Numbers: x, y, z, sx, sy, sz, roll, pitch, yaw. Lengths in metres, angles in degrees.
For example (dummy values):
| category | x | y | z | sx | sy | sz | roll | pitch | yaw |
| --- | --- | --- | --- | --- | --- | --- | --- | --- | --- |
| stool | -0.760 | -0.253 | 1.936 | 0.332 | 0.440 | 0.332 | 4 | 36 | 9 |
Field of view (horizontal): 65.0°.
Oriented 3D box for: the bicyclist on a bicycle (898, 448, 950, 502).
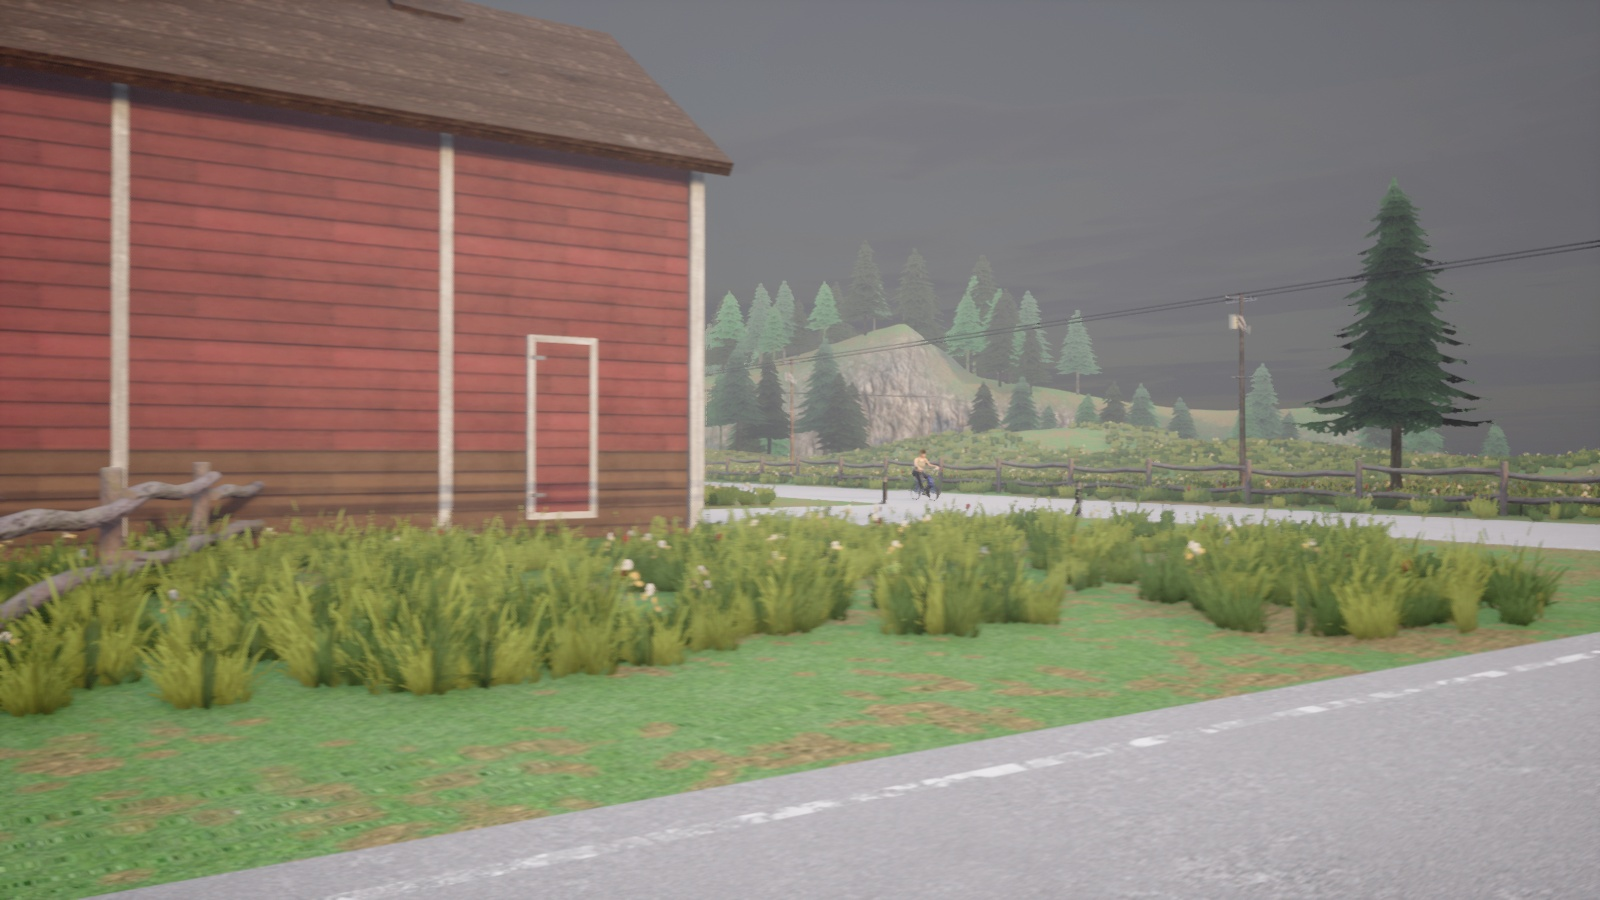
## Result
| category | x | y | z | sx | sy | sz | roll | pitch | yaw |
| --- | --- | --- | --- | --- | --- | --- | --- | --- | --- |
| bicyclist on a bicycle | 3.801 | 0.757 | 38.644 | 0.866 | 1.612 | 1.509 | 0 | 0 | -29 |
